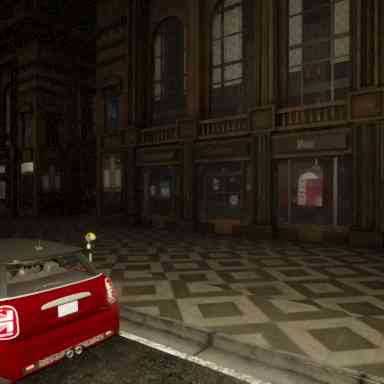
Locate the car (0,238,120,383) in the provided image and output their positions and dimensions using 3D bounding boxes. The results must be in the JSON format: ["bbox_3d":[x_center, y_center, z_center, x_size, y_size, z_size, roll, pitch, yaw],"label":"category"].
[{"bbox_3d":[-3.080,1.440,5.165,4.097,1.590,1.967,0,0,36],"label":"car"}]
